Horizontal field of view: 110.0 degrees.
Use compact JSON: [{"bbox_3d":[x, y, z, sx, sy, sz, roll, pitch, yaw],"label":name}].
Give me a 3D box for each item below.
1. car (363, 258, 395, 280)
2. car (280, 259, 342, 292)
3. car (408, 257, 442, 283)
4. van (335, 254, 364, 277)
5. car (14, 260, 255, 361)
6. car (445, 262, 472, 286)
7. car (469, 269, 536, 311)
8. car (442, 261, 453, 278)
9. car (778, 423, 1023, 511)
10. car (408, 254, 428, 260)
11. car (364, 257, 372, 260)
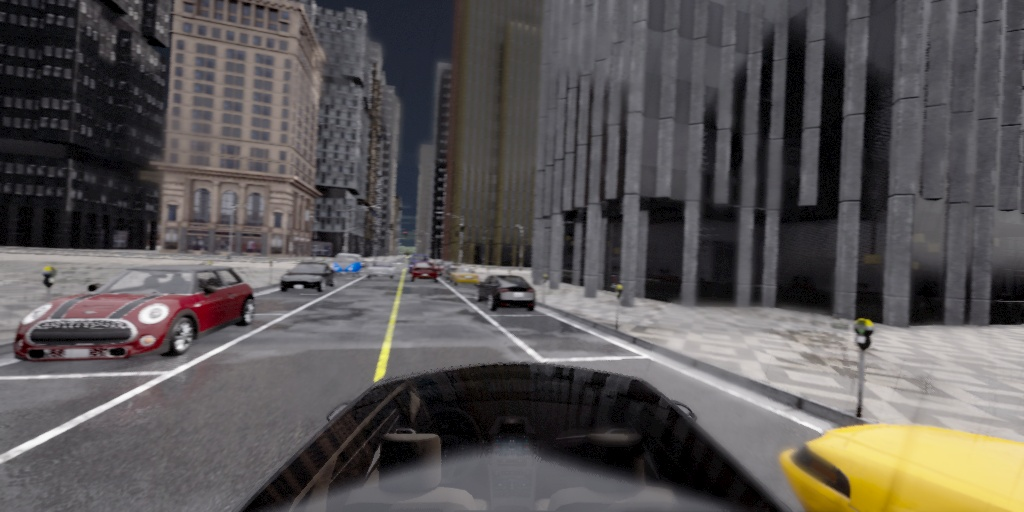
[{"bbox_3d":[-10.295,1.110,28.432,1.895,1.301,4.718,3,-1,-16],"label":"car"},{"bbox_3d":[-10.115,0.982,18.036,1.948,1.339,4.313,0,0,-16],"label":"car"},{"bbox_3d":[-6.825,1.152,27.797,1.882,1.535,5.008,3,0,-16],"label":"car"},{"bbox_3d":[-13.252,0.708,28.873,1.690,1.789,3.998,0,0,-16],"label":"van"},{"bbox_3d":[-6.978,0.901,7.198,1.967,1.591,4.097,0,0,-16],"label":"car"},{"bbox_3d":[-3.553,1.346,25.988,1.751,1.417,4.829,0,0,-16],"label":"car"},{"bbox_3d":[-0.369,1.433,14.988,1.948,1.339,4.313,0,0,-16],"label":"car"},{"bbox_3d":[-5.074,1.347,31.243,2.007,1.370,4.403,0,0,-16],"label":"car"},{"bbox_3d":[3.445,1.363,0.477,1.801,1.575,5.366,3,-1,-16],"label":"car"},{"bbox_3d":[-10.290,0.842,39.667,2.150,2.045,5.566,3,0,-16],"label":"car"},{"bbox_3d":[-17.958,0.841,45.128,2.007,1.370,4.403,0,0,-16],"label":"car"}]
